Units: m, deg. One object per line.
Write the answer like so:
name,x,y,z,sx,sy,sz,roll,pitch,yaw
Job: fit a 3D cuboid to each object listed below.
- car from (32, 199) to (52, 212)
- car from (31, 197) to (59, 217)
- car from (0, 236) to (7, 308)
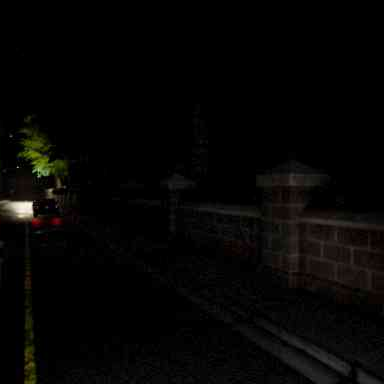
car,-18.122,1.573,39.976,1.994,1.385,4.181,0,0,-27
car,-13.703,1.358,31.128,2.097,1.767,4.553,0,0,-27
car,-3.956,1.220,4.669,2.150,2.045,5.566,0,0,-27
